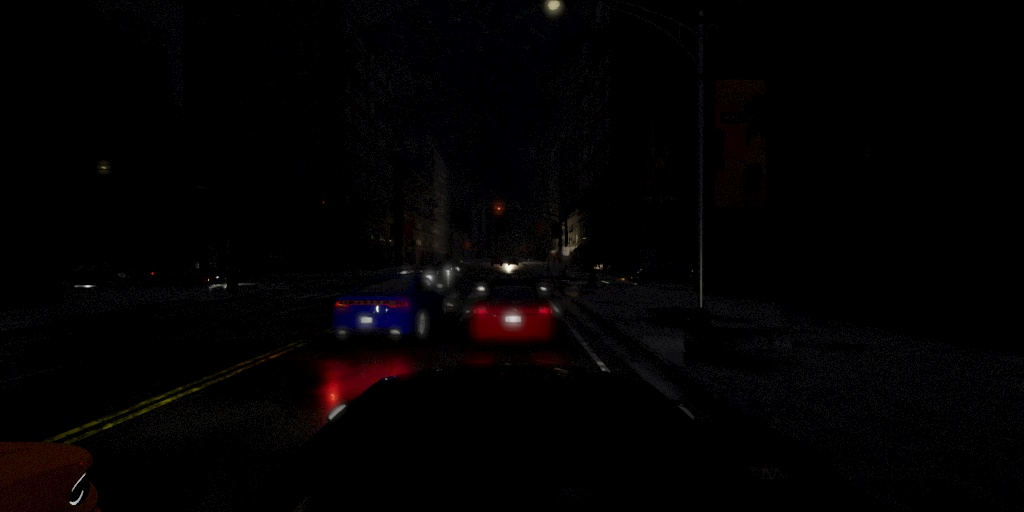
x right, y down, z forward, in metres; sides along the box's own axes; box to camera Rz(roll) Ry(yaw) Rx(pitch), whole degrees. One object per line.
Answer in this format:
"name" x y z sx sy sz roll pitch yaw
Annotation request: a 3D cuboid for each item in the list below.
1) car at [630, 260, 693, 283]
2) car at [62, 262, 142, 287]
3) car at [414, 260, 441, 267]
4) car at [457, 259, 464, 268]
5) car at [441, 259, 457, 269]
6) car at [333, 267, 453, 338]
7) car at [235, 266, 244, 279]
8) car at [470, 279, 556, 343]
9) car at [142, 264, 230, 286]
"car" 11.631 1.140 28.061 4.553 1.767 2.097 0 0 2
"car" -25.350 1.172 22.500 4.097 1.591 1.967 0 0 0
"car" -9.725 1.350 40.594 1.895 1.301 4.718 0 0 0
"car" -9.618 1.290 63.114 2.033 1.411 5.357 0 0 1
"car" -9.682 1.252 52.164 1.837 1.490 4.892 0 0 0
"car" -3.121 1.228 10.176 1.882 1.535 5.008 0 0 0
"car" -25.283 1.330 30.524 4.313 1.339 1.948 0 0 0
"car" 0.029 1.314 9.648 1.994 1.385 4.181 0 0 0
"car" -22.523 1.307 25.018 4.181 1.385 1.994 0 0 1
